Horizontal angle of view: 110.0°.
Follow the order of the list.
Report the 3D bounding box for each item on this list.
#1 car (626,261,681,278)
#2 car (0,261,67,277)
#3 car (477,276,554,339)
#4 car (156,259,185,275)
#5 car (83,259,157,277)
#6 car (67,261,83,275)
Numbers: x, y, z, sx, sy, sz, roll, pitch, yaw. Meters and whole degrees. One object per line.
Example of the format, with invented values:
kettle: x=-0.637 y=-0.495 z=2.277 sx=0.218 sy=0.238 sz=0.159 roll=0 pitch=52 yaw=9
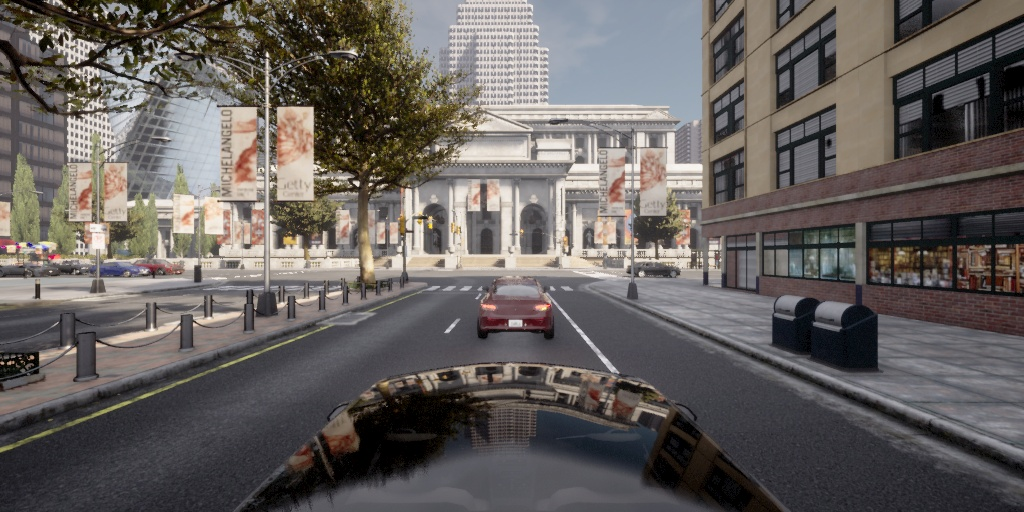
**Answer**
car: x=13.266 y=1.255 z=33.645 sx=4.892 sy=1.490 sz=1.837 roll=0 pitch=0 yaw=1
car: x=-46.089 y=1.314 z=34.235 sx=4.181 sy=1.385 sz=1.994 roll=0 pitch=0 yaw=-1
car: x=0.115 y=1.276 z=9.996 sx=1.812 sy=1.442 sz=4.674 roll=0 pitch=0 yaw=1
car: x=-37.295 y=1.102 z=37.701 sx=4.553 sy=1.767 sz=2.097 roll=0 pitch=0 yaw=0
car: x=-37.329 y=1.276 z=34.206 sx=4.674 sy=1.442 sz=1.812 roll=0 pitch=0 yaw=0
car: x=-46.249 y=1.241 z=37.743 sx=4.902 sy=1.511 sz=2.128 roll=0 pitch=0 yaw=0
